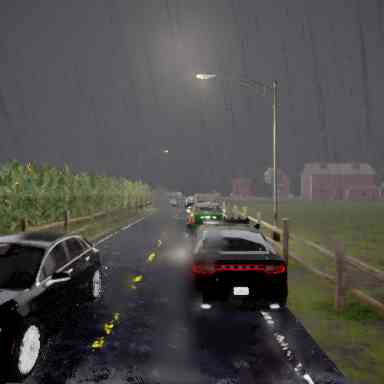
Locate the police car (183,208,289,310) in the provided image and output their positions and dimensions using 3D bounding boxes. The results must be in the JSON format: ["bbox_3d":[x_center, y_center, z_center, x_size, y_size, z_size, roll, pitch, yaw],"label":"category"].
[{"bbox_3d":[0.804,1.425,8.058,1.930,1.638,5.238,0,0,0],"label":"police car"}]

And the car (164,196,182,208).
[{"bbox_3d":[-2.977,1.577,48.837,2.033,1.411,5.357,0,0,0],"label":"car"}]

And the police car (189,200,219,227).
[{"bbox_3d":[0.762,1.425,24.058,1.930,1.638,5.238,0,0,0],"label":"police car"}]

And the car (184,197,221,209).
[{"bbox_3d":[0.778,1.351,17.919,2.097,1.767,4.553,0,0,0],"label":"car"}]

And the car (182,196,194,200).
[{"bbox_3d":[-0.088,1.625,46.714,1.895,1.301,4.718,0,0,0],"label":"car"}]

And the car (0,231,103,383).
[{"bbox_3d":[-2.864,1.505,5.485,1.837,1.490,4.892,0,0,0],"label":"car"}]
